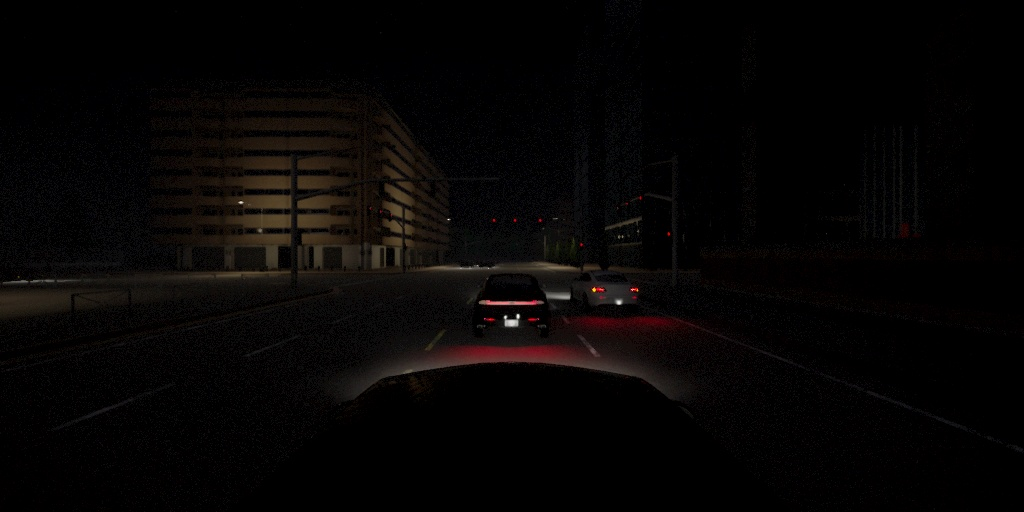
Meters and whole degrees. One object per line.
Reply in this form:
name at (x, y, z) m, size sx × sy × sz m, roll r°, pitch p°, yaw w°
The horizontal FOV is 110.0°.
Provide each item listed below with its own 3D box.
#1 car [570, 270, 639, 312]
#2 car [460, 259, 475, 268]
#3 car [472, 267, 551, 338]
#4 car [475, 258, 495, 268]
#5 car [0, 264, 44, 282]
car at (3.475, 1.270, 13.991) m, size 1.812 × 1.442 × 4.674 m, roll 0°, pitch 0°, yaw 0°
car at (-7.806, 1.324, 61.747) m, size 1.895 × 1.301 × 4.718 m, roll 0°, pitch 0°, yaw 1°
car at (-0.011, 1.238, 10.170) m, size 2.128 × 1.511 × 4.902 m, roll 0°, pitch 0°, yaw 0°
car at (-4.320, 1.272, 58.624) m, size 2.033 × 1.411 × 5.357 m, roll 0°, pitch 0°, yaw 1°
car at (-41.289, 1.357, 29.286) m, size 4.181 × 1.385 × 1.994 m, roll 0°, pitch 0°, yaw 0°
